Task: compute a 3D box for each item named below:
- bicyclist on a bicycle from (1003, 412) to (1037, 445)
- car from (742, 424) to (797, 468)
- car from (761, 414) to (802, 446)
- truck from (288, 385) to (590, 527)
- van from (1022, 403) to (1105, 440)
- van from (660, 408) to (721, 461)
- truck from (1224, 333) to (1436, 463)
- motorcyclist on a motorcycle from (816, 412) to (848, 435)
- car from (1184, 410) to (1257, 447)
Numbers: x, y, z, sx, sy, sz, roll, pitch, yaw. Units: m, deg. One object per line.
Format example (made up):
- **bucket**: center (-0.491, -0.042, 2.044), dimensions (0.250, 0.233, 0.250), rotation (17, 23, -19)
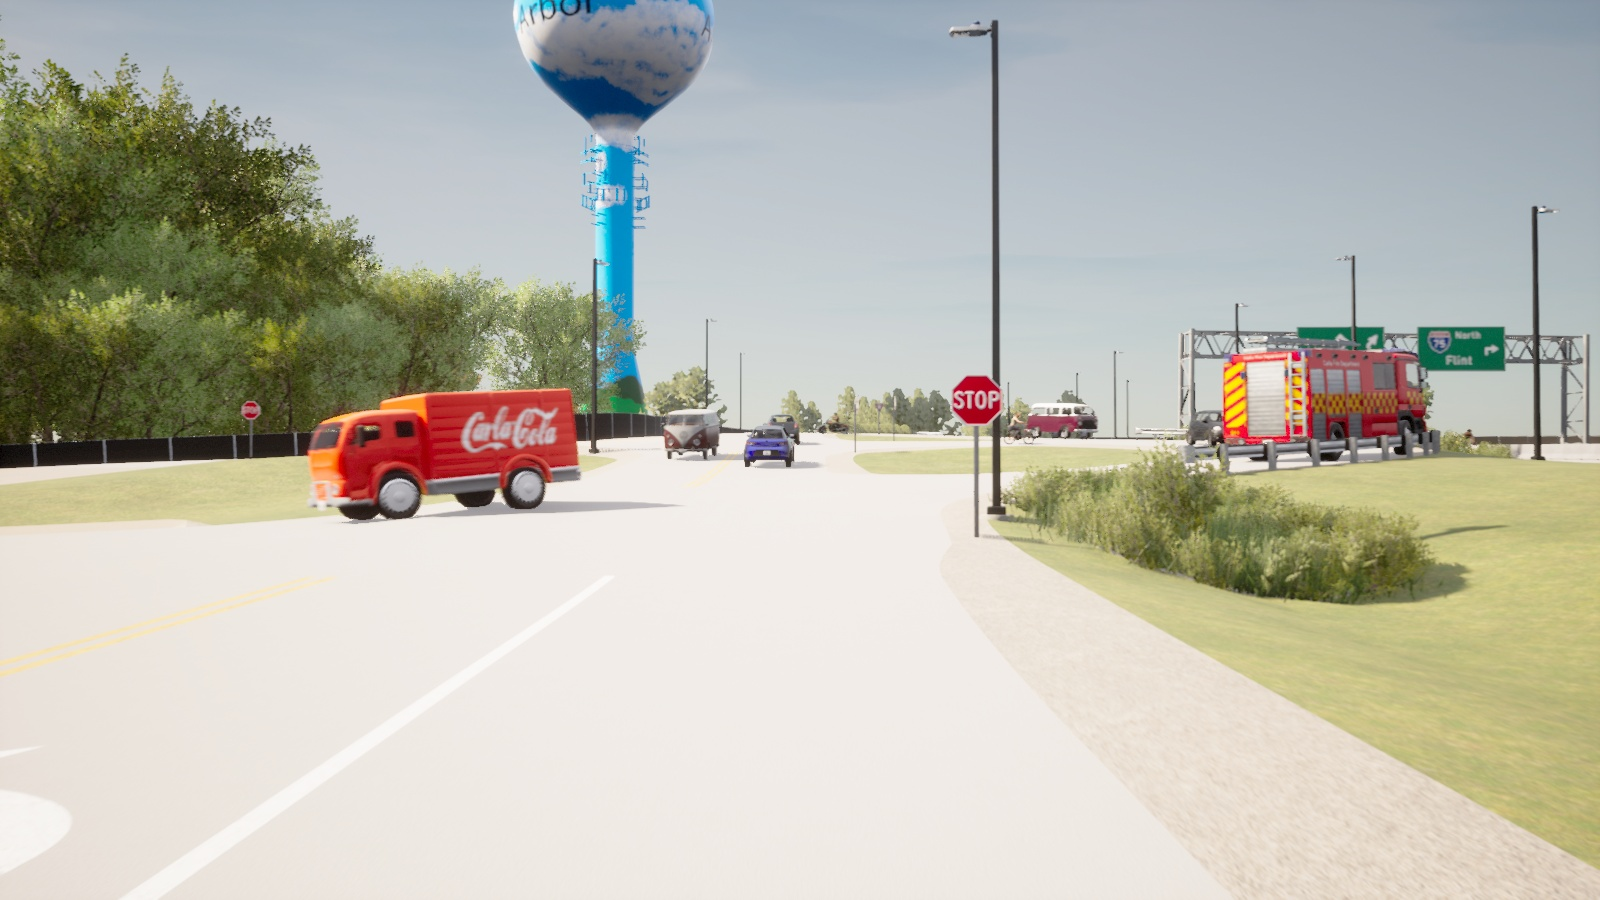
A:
- **bicyclist on a bicycle**: center (10.742, -1.047, 61.399), dimensions (1.509, 1.612, 0.866), rotation (0, 2, -1)
- **car**: center (-1.109, -0.192, 47.072), dimensions (1.816, 1.474, 4.193), rotation (0, 3, 2)
- **car**: center (-0.969, -1.063, 64.221), dimensions (1.845, 1.501, 3.633), rotation (0, 3, -4)
- **truck**: center (-7.384, 0.071, 26.014), dimensions (5.204, 2.467, 2.627), rotation (-5, 1, -41)
- **van**: center (14.942, -1.626, 71.436), dimensions (2.069, 2.038, 4.480), rotation (0, 1, -30)
- **van**: center (-4.421, -0.668, 51.357), dimensions (1.775, 1.987, 4.442), rotation (0, 3, 4)
- **truck**: center (17.296, -1.638, 40.647), dimensions (8.468, 3.827, 2.891), rotation (-2, 1, -42)
- **motorcyclist on a motorcycle**: center (2.334, -1.926, 92.030), dimensions (2.350, 1.649, 0.766), rotation (0, 4, 1)
- **car**: center (18.814, -0.995, 56.345), dimensions (1.851, 1.617, 3.988), rotation (0, 2, -1)
